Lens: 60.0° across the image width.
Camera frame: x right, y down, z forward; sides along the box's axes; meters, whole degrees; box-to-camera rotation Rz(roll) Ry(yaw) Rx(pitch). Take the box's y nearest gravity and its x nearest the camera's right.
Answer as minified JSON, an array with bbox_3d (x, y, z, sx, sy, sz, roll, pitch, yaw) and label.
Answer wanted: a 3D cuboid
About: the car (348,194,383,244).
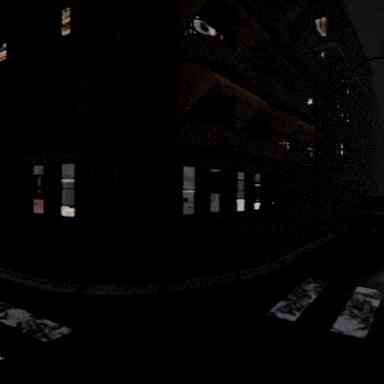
[{"bbox_3d":[7.729,1.023,13.413,2.192,1.841,5.009,2,2,35],"label":"car"}]

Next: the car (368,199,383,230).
[{"bbox_3d":[10.927,1.172,17.979,1.887,1.381,4.507,2,2,35],"label":"car"}]
